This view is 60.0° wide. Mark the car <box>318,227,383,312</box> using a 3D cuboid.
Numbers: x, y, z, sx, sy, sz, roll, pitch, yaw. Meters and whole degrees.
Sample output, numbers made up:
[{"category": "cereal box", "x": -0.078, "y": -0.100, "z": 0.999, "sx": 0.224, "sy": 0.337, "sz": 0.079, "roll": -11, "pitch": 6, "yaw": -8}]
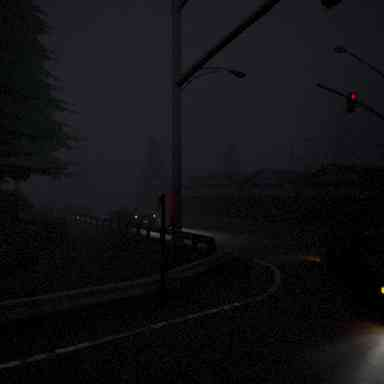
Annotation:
[{"category": "car", "x": 4.509, "y": 1.614, "z": 8.127, "sx": 2.033, "sy": 1.411, "sz": 5.357, "roll": 1, "pitch": 0, "yaw": 9}]

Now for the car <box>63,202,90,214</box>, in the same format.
[{"category": "car", "x": -12.893, "y": 1.791, "z": 37.140, "sx": 1.895, "sy": 1.301, "sz": 4.718, "roll": 0, "pitch": 0, "yaw": -34}]

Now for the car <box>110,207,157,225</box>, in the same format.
[{"category": "car", "x": -4.492, "y": 1.793, "z": 25.109, "sx": 1.895, "sy": 1.301, "sz": 4.718, "roll": 0, "pitch": 0, "yaw": -35}]
